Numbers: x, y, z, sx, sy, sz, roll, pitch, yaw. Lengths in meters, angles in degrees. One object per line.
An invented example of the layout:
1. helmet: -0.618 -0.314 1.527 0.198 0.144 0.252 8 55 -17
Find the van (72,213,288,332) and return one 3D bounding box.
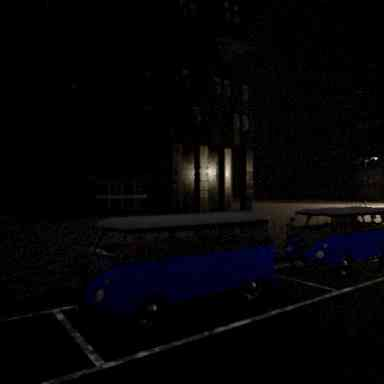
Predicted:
1. van: -0.141 1.339 6.548 3.998 1.788 1.690 0 0 -35

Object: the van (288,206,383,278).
1. van: 4.481 1.336 9.844 3.998 1.788 1.690 0 0 -35
